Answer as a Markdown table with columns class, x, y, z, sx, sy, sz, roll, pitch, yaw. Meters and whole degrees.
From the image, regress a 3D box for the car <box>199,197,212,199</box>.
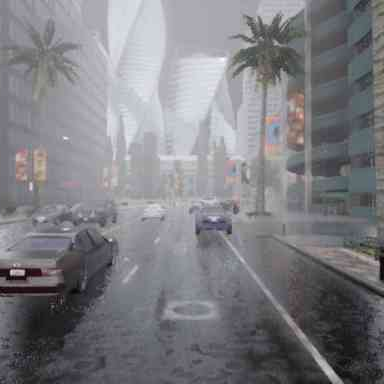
| class | x | y | z | sx | sy | sz | roll | pitch | yaw |
| --- | --- | --- | --- | --- | --- | --- | --- | --- | --- |
| car | 2.577 | 1.923 | 65.635 | 2.150 | 2.045 | 5.566 | -1 | -1 | 45 |

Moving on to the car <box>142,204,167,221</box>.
| class | x | y | z | sx | sy | sz | roll | pitch | yaw |
| --- | --- | --- | --- | --- | --- | --- | --- | --- | --- |
| car | -3.386 | 1.853 | 30.516 | 1.812 | 1.442 | 4.674 | 0 | -1 | 0 |

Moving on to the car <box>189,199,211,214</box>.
| class | x | y | z | sx | sy | sz | roll | pitch | yaw |
| --- | --- | --- | --- | --- | --- | --- | --- | --- | --- |
| car | 0.901 | 1.967 | 41.230 | 1.812 | 1.442 | 4.674 | 0 | -1 | 14 |

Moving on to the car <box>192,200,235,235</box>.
| class | x | y | z | sx | sy | sz | roll | pitch | yaw |
| --- | --- | --- | --- | --- | --- | --- | --- | --- | --- |
| car | 1.228 | 1.574 | 20.687 | 2.097 | 1.767 | 4.553 | 0 | -1 | 0 |

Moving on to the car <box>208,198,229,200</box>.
| class | x | y | z | sx | sy | sz | roll | pitch | yaw |
| --- | --- | --- | --- | --- | --- | --- | --- | --- | --- |
| car | 4.342 | 2.110 | 50.970 | 1.994 | 1.385 | 4.181 | 0 | -1 | 33 |

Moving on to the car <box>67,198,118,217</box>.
| class | x | y | z | sx | sy | sz | roll | pitch | yaw |
| --- | --- | --- | --- | --- | --- | --- | --- | --- | --- |
| car | -7.074 | 1.489 | 24.927 | 2.150 | 2.045 | 5.566 | 0 | -1 | 0 |

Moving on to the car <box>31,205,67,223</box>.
| class | x | y | z | sx | sy | sz | roll | pitch | yaw |
| --- | --- | --- | --- | --- | --- | --- | --- | --- | --- |
| car | -10.541 | 1.767 | 25.652 | 2.128 | 1.511 | 4.902 | 0 | -1 | 1 |

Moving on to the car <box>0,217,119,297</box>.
| class | x | y | z | sx | sy | sz | roll | pitch | yaw |
| --- | --- | --- | --- | --- | --- | --- | --- | --- | --- |
| car | -3.398 | 1.645 | 8.994 | 2.033 | 1.411 | 5.357 | 0 | -1 | 0 |
